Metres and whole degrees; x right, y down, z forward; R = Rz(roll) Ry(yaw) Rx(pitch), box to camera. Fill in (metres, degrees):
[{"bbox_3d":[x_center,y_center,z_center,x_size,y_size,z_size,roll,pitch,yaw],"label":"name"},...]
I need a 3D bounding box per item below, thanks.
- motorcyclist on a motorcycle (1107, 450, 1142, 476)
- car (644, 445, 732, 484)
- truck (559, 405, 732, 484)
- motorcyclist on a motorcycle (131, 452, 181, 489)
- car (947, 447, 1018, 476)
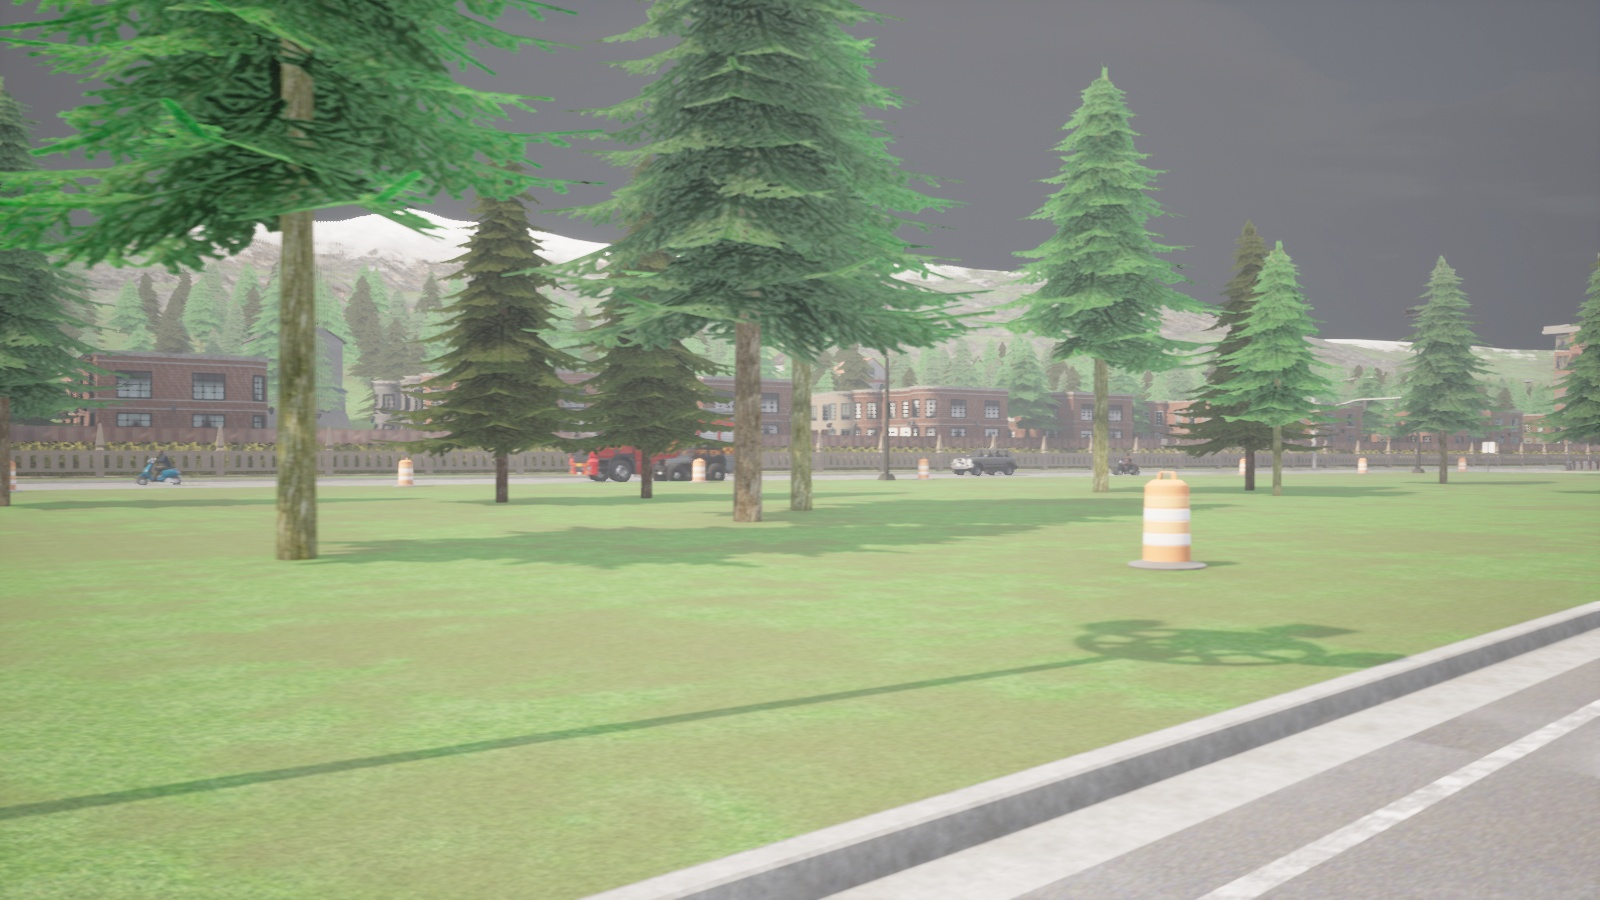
[{"bbox_3d":[20.784,0.846,80.392,2.350,1.649,0.766,0,0,-35],"label":"motorcyclist on a motorcycle"},{"bbox_3d":[-5.522,0.703,61.977,3.866,1.878,1.905,0,0,-35],"label":"car"},{"bbox_3d":[-7.845,-0.246,64.626,8.468,3.827,2.891,0,0,-35],"label":"truck"},{"bbox_3d":[-28.061,0.891,54.742,1.817,1.590,0.866,0,0,-35],"label":"motorcyclist on a motorcycle"},{"bbox_3d":[12.045,0.737,82.819,4.605,1.855,1.932,0,0,-35],"label":"car"}]
